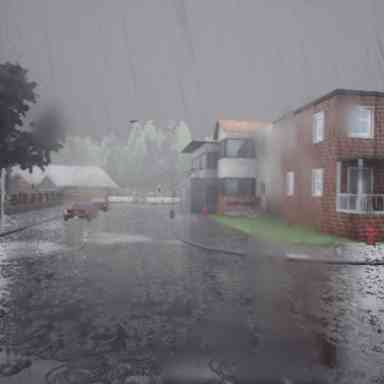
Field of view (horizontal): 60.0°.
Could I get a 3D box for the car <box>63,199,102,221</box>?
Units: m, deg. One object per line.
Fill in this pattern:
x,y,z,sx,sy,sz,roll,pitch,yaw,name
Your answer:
-8.257,1.423,25.037,1.895,1.301,4.718,1,0,-8,car

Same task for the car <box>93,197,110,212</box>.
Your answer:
-9.784,1.265,35.232,1.882,1.535,5.008,1,0,-8,car
